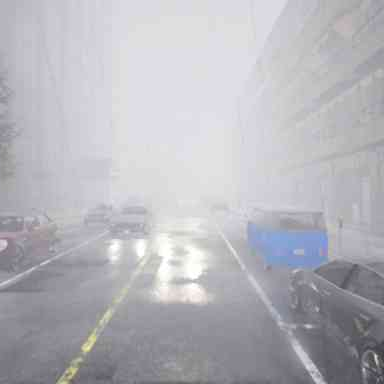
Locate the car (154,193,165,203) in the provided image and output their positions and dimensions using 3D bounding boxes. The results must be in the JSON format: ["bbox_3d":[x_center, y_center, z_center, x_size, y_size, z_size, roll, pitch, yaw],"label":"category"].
[{"bbox_3d":[-5.649,1.053,49.879,1.967,1.590,4.097,1,0,0],"label":"car"}]

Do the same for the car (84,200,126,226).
[{"bbox_3d":[-5.668,1.420,21.597,1.802,1.307,4.206,1,0,0],"label":"car"}]

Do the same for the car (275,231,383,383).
[{"bbox_3d":[2.702,1.531,4.586,1.947,1.339,4.313,1,0,0],"label":"car"}]

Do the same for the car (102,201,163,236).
[{"bbox_3d":[-2.990,1.413,17.886,2.033,1.411,5.357,0,0,0],"label":"car"}]

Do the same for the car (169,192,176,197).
[{"bbox_3d":[-5.624,0.764,94.960,1.752,1.417,4.829,1,0,0],"label":"car"}]

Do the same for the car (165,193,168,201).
[{"bbox_3d":[-5.647,1.133,55.536,1.947,1.339,4.313,1,0,0],"label":"car"}]

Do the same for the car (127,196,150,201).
[{"bbox_3d":[-5.659,1.190,32.908,1.967,1.590,4.097,1,0,0],"label":"car"}]

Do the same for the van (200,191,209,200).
[{"bbox_3d":[2.746,0.768,72.461,1.690,1.788,3.998,1,0,0],"label":"van"}]

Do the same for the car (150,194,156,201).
[{"bbox_3d":[-5.658,1.287,38.565,1.802,1.307,4.206,1,0,0],"label":"car"}]

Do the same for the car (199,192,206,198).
[{"bbox_3d":[2.764,0.809,89.601,1.752,1.417,4.829,1,0,0],"label":"car"}]

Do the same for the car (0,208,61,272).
[{"bbox_3d":[-5.673,1.363,10.283,1.967,1.590,4.097,1,0,0],"label":"car"}]

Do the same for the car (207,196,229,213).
[{"bbox_3d":[2.719,1.331,32.869,1.802,1.307,4.206,1,0,0],"label":"car"}]

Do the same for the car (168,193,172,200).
[{"bbox_3d":[-5.640,1.019,66.848,1.887,1.381,4.507,1,0,0],"label":"car"}]

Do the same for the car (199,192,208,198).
[{"bbox_3d":[2.733,1.117,55.495,2.008,1.369,4.403,1,0,0],"label":"car"}]

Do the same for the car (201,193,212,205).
[{"bbox_3d":[2.729,1.194,49.839,1.802,1.307,4.206,1,0,0],"label":"car"}]

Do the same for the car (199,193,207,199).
[{"bbox_3d":[2.756,0.899,83.775,1.947,1.339,4.313,1,0,0],"label":"car"}]

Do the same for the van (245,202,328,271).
[{"bbox_3d":[2.708,1.264,10.242,1.690,1.788,3.998,1,0,0],"label":"van"}]

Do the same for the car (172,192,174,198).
[{"bbox_3d":[-5.637,0.978,72.504,2.008,1.369,4.403,1,0,0],"label":"car"}]
